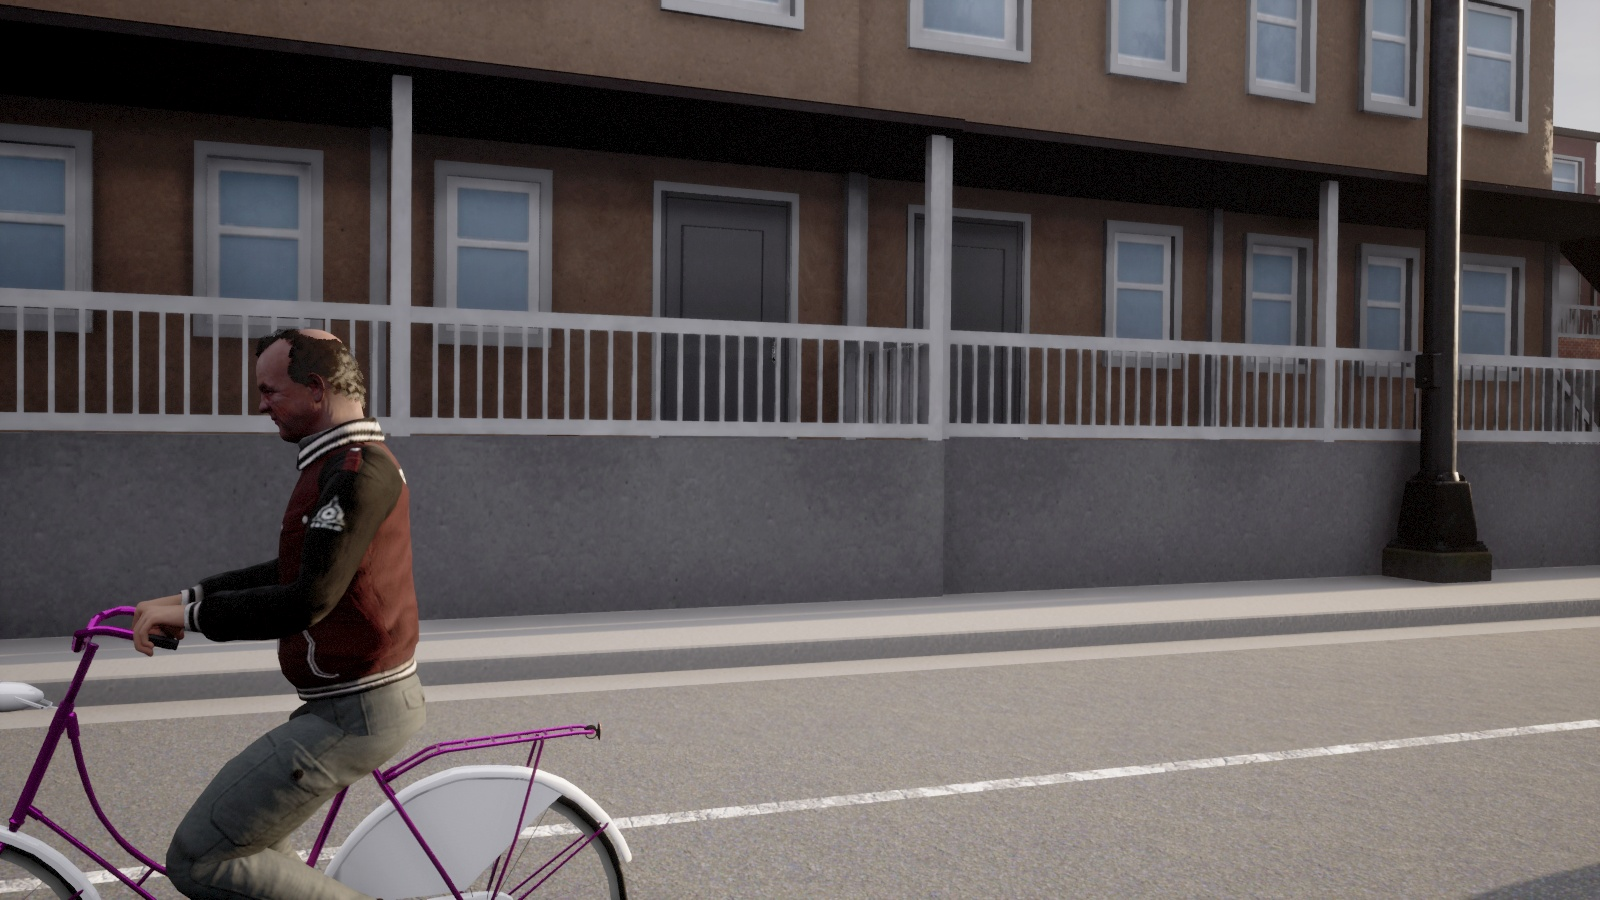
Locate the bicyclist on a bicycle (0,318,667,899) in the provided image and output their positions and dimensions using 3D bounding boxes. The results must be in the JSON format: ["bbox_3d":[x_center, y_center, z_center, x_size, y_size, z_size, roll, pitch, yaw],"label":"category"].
[{"bbox_3d":[-1.275,0.638,2.753,1.843,1.776,0.659,-1,1,-21],"label":"bicyclist on a bicycle"}]
